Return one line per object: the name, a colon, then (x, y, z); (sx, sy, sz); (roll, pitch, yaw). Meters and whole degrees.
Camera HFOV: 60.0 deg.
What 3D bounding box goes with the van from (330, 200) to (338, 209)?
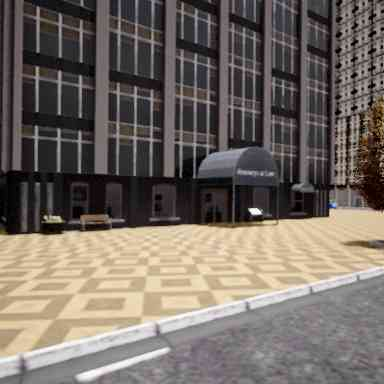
van: (26.396, 2.513, 64.539); (1.690, 1.788, 3.998); (0, -1, -22)
